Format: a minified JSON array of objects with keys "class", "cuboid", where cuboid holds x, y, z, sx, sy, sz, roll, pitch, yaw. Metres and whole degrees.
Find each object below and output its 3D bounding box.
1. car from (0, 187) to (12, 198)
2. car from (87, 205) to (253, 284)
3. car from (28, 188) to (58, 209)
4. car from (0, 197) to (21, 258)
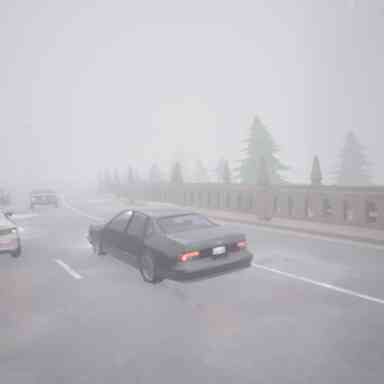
[{"class":"car","cuboid":[-15.736,0.384,26.666,1.837,1.490,4.892,-4,4,-23]},{"class":"car","cuboid":[-0.941,1.053,8.212,2.033,1.411,5.357,-4,4,-35]},{"class":"car","cuboid":[-10.999,0.387,24.556,2.033,1.411,5.357,-4,4,-25]},{"class":"car","cuboid":[-6.361,1.120,9.902,1.812,1.442,4.674,-4,4,-34]}]
